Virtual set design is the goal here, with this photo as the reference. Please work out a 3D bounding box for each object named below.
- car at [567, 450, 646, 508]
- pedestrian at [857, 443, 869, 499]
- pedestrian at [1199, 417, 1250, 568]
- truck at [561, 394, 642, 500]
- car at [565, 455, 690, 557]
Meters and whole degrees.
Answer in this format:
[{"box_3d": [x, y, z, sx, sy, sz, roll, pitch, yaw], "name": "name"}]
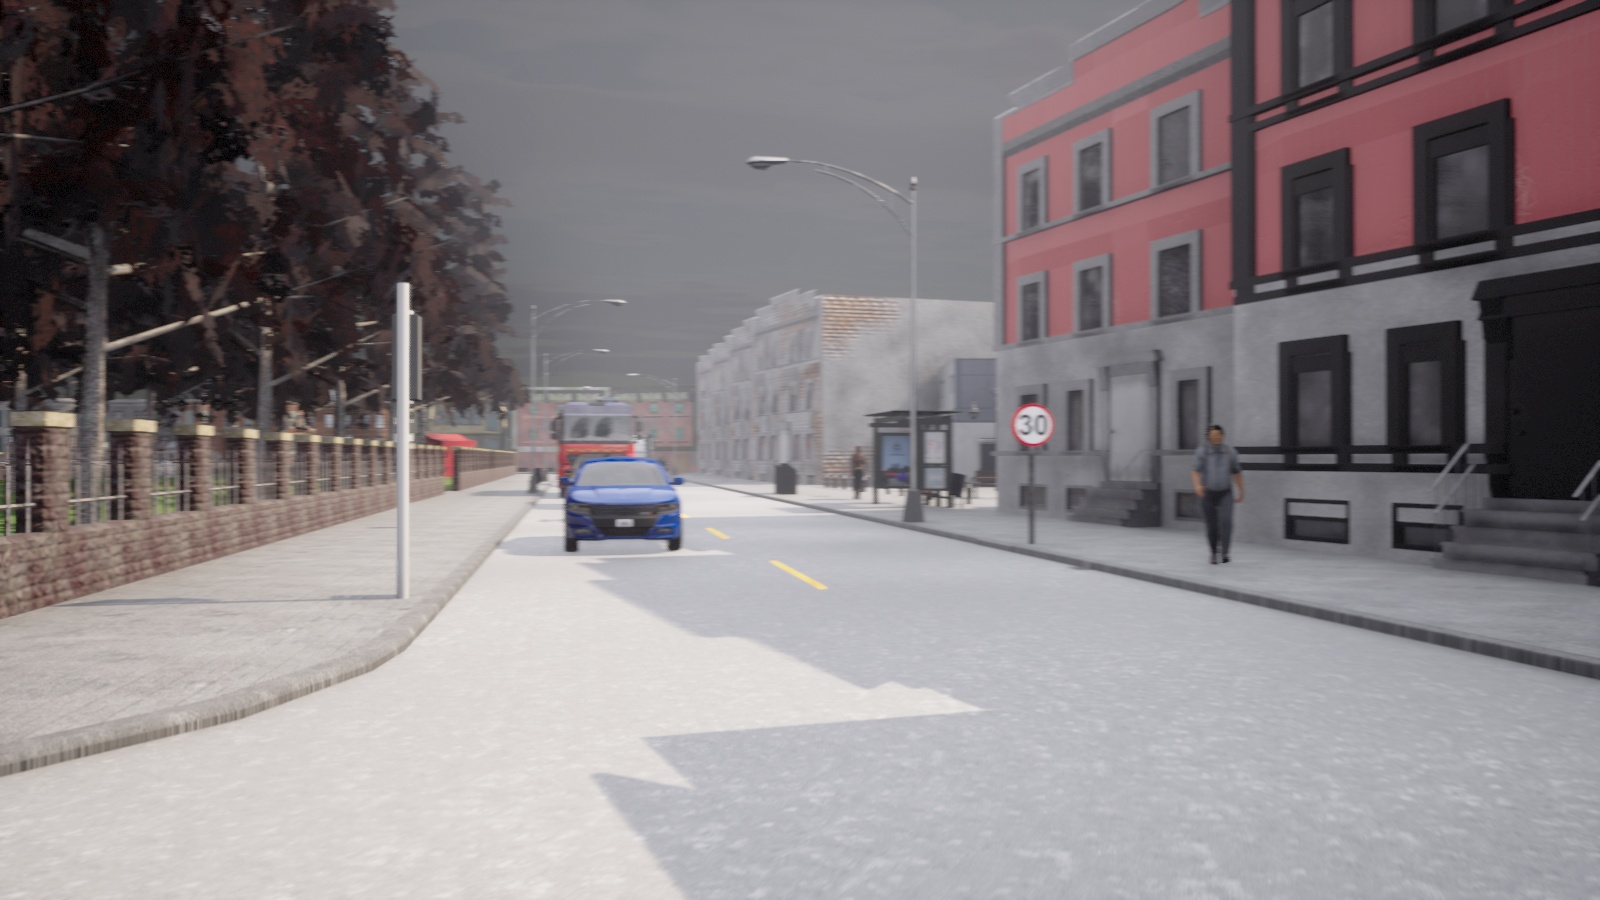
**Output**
[{"box_3d": [-5.955, 0.855, 38.492, 2.242, 1.667, 4.611, 0, 0, -10], "name": "car"}, {"box_3d": [2.052, 0.694, 41.036, 0.328, 1.805, 0.869, 0, 0, -2], "name": "pedestrian"}, {"box_3d": [5.321, 0.517, 15.768, 0.540, 1.848, 0.694, 0, 0, 14], "name": "pedestrian"}, {"box_3d": [-7.929, -0.075, 49.847, 2.891, 3.827, 8.468, 0, 0, -10], "name": "truck"}, {"box_3d": [-3.022, 0.872, 21.652, 1.882, 1.535, 5.008, 0, 0, -9], "name": "car"}]
